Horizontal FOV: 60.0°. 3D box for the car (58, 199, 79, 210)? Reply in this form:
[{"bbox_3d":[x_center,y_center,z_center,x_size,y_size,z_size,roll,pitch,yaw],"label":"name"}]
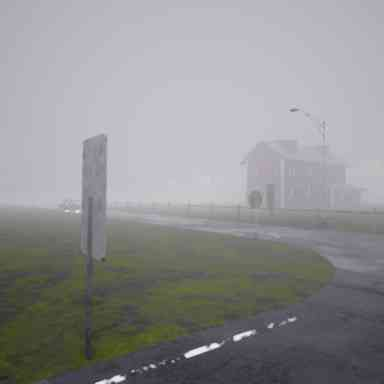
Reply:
[{"bbox_3d":[-18.548,1.790,50.040,2.097,1.767,4.553,1,-1,-36],"label":"car"}]
